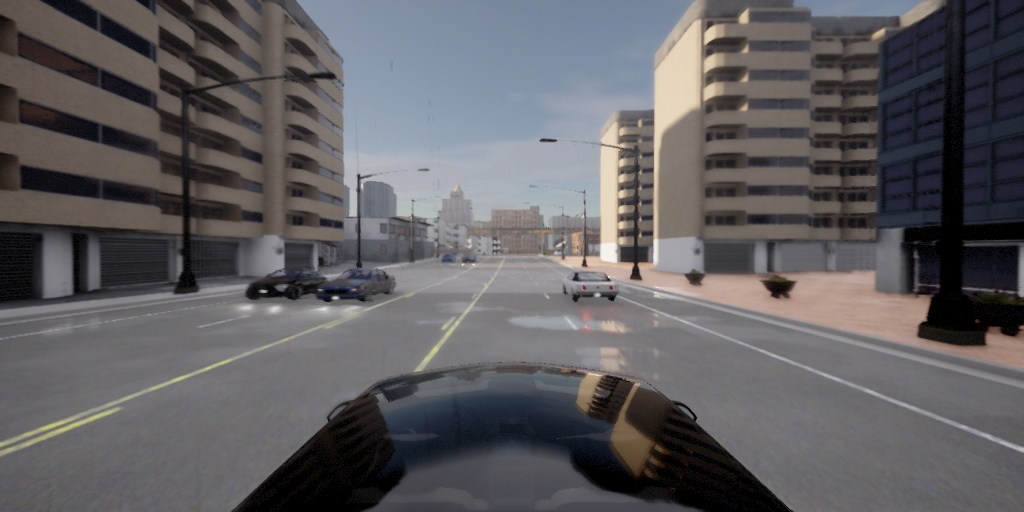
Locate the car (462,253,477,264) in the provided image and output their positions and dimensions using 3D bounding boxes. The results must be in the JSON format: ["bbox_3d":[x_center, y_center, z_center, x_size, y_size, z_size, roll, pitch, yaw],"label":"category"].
[{"bbox_3d":[-7.040,0.302,59.526,2.097,1.767,4.553,0,2,0],"label":"car"}]

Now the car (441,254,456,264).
[{"bbox_3d":[-10.546,0.420,59.668,1.882,1.535,5.008,0,2,1],"label":"car"}]

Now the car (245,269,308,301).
[{"bbox_3d":[-10.601,1.323,17.280,1.994,1.385,4.181,0,0,0],"label":"car"}]

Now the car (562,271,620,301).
[{"bbox_3d":[3.593,1.369,17.304,1.895,1.301,4.718,0,0,0],"label":"car"}]

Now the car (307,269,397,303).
[{"bbox_3d":[-7.104,1.308,17.088,2.033,1.411,5.357,0,0,0],"label":"car"}]
